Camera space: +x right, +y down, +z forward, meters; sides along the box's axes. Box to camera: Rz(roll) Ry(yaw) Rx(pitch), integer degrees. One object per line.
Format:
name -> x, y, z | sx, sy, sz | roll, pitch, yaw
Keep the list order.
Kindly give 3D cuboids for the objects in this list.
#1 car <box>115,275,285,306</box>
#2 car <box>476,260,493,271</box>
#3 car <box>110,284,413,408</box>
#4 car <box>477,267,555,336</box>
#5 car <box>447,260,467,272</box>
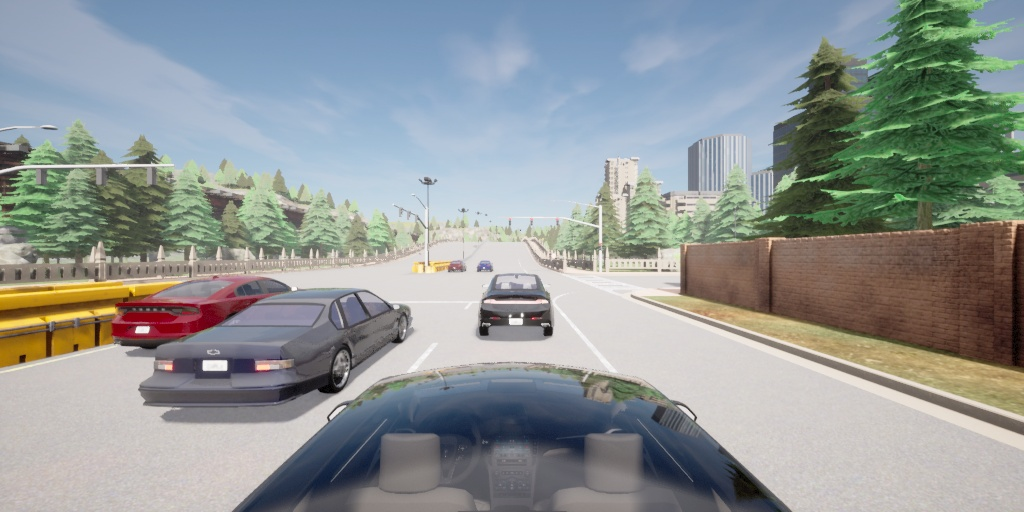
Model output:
car -> -6.898, 1.228, 9.171 | 1.882, 1.535, 5.008 | 0, 0, 0
car -> -3.391, 1.276, 45.691 | 1.812, 1.442, 4.674 | 0, 0, 0
car -> -3.398, 1.297, 6.607 | 2.033, 1.411, 5.357 | 0, 0, 0
car -> 0.130, 1.242, 10.353 | 2.128, 1.511, 4.902 | 0, 0, 1
car -> -6.886, 1.276, 45.271 | 1.812, 1.442, 4.674 | 0, 0, 0
